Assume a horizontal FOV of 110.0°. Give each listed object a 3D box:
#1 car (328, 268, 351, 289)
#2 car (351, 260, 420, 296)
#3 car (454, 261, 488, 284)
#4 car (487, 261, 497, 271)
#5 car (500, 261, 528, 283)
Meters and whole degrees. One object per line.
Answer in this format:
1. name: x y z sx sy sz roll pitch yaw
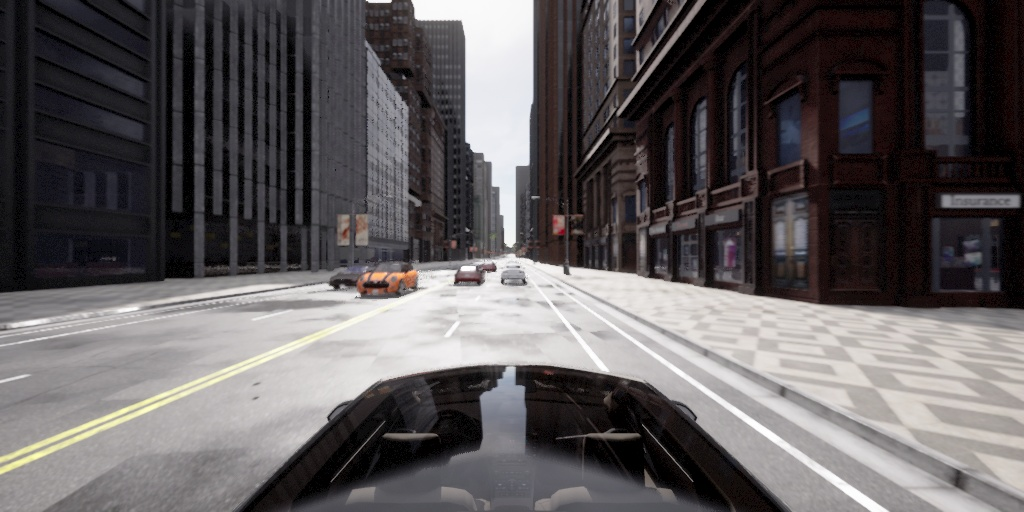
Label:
1. car: -9.800 1.317 23.379 2.033 1.411 5.357 0 0 0
2. car: -6.575 1.115 19.515 2.097 1.767 4.553 0 0 0
3. car: -3.151 1.340 27.194 1.994 1.385 4.181 0 0 0
4. car: -3.151 1.380 49.212 1.994 1.385 4.181 0 0 0
5. car: 0.096 1.302 28.119 1.812 1.442 4.674 0 0 0
